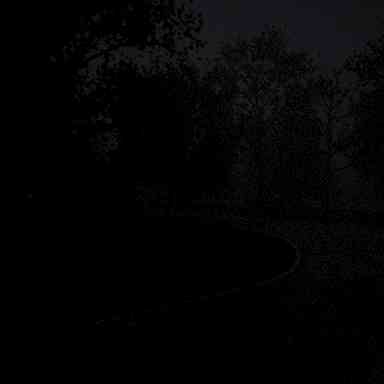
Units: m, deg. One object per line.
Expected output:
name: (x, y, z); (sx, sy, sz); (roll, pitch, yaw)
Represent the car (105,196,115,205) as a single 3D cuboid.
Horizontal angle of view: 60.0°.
car: (-10.416, 0.850, 37.668); (5.008, 1.535, 1.882); (1, -1, 18)
